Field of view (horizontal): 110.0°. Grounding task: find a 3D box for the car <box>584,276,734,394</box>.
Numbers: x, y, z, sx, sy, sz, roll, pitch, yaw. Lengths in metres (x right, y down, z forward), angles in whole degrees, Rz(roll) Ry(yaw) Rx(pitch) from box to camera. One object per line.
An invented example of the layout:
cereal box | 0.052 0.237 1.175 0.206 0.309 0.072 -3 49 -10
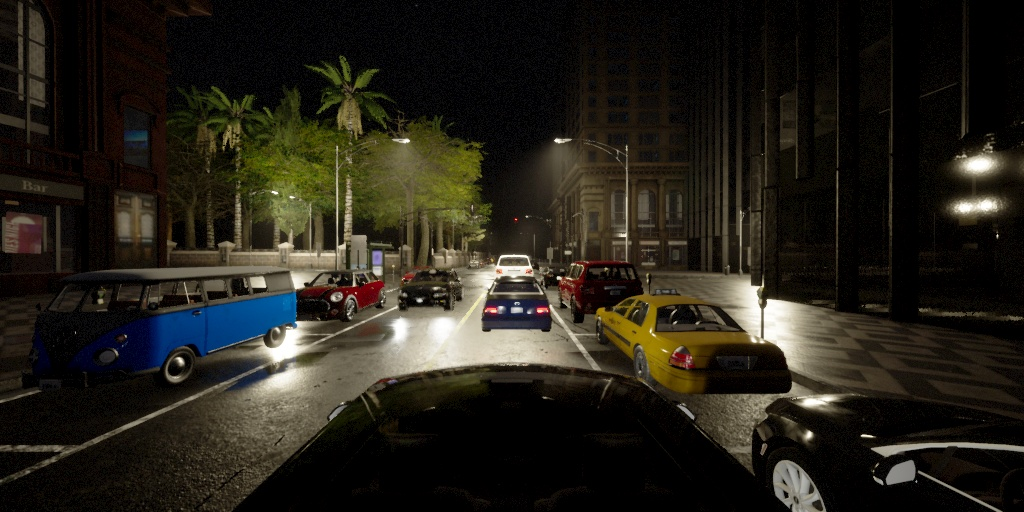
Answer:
car | 2.765 1.275 6.717 1.751 1.417 4.829 0 0 0

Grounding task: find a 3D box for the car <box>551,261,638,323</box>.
car | 2.768 1.063 11.972 2.192 1.841 5.009 0 0 0

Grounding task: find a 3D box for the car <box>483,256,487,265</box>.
car | -5.731 1.160 60.125 1.967 1.591 4.097 0 0 0

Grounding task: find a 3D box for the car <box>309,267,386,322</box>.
car | -5.757 1.188 11.993 1.967 1.591 4.097 0 0 0

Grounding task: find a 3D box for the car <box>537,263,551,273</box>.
car | 2.774 1.311 22.823 1.948 1.339 4.313 0 0 0

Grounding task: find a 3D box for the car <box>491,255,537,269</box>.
car | 0.111 0.968 21.365 2.150 2.045 5.566 0 0 0

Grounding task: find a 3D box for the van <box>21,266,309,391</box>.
van | -5.760 1.090 6.566 1.690 1.789 3.998 0 0 0

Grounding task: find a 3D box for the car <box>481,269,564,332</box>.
car | 0.108 1.296 10.793 2.033 1.411 5.357 0 0 0

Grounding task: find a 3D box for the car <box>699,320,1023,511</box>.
car | 2.762 1.300 1.122 2.007 1.370 4.403 0 0 0

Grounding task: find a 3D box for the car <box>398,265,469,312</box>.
car | -3.067 1.254 14.392 1.837 1.490 4.892 0 0 0

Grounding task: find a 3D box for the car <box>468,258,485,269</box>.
car | -5.734 1.275 54.705 2.007 1.370 4.403 0 0 0
